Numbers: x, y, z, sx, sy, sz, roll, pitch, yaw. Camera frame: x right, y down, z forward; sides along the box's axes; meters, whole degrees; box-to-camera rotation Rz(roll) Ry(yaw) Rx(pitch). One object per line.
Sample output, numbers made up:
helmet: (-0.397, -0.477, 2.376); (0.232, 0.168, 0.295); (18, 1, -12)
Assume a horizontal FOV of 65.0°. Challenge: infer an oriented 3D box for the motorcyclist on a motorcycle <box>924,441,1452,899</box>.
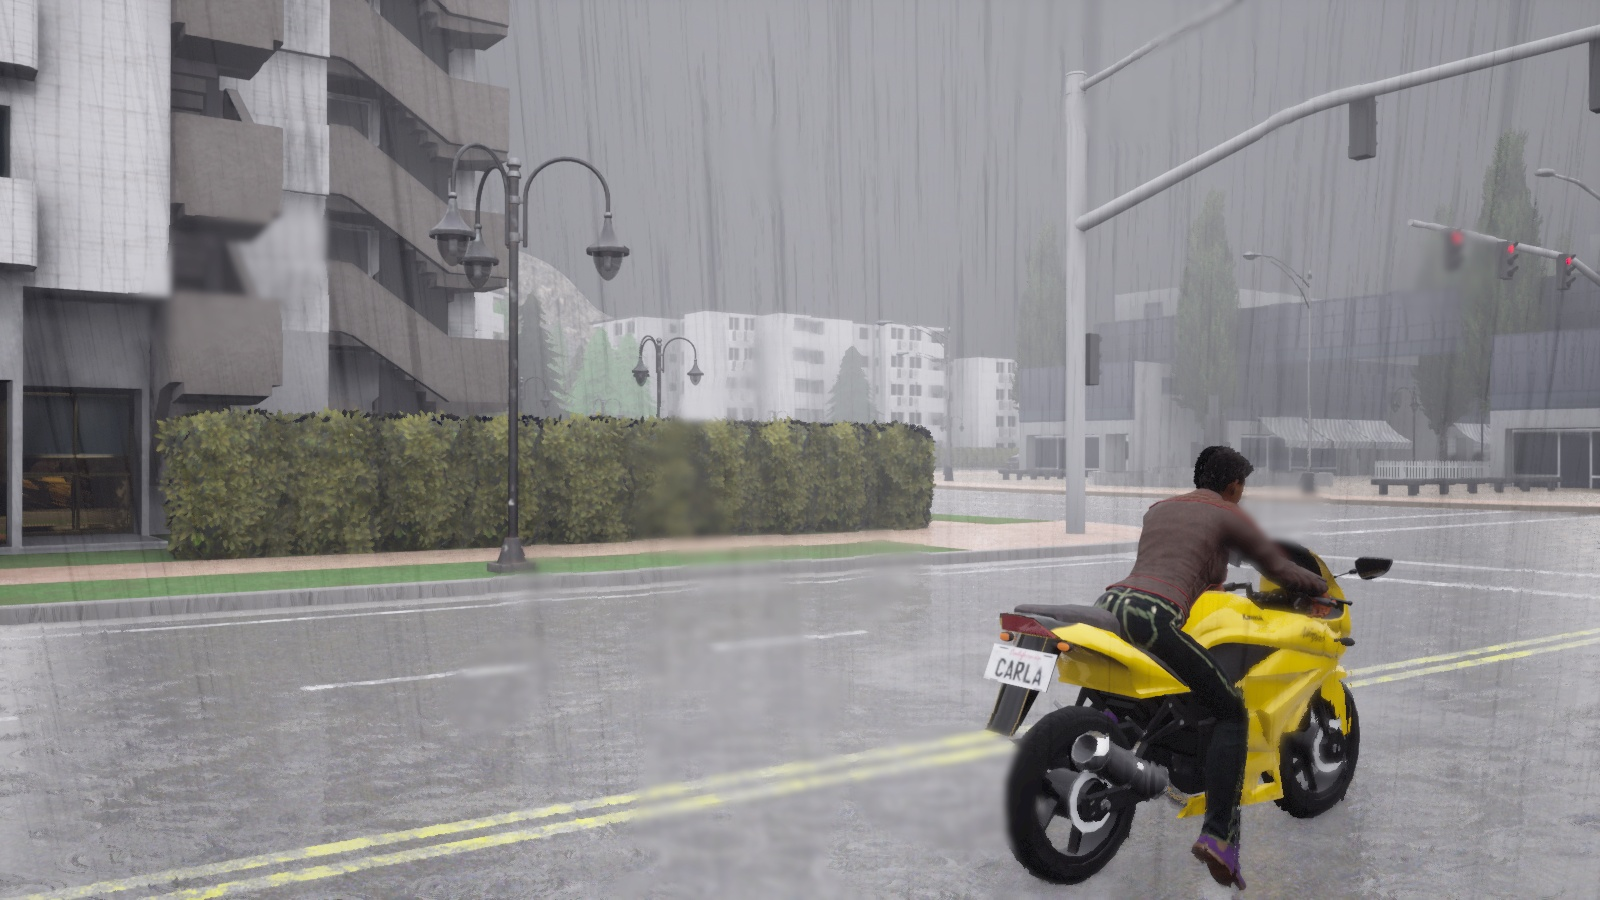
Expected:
motorcyclist on a motorcycle: (1.507, 0.735, 4.703); (2.044, 1.523, 0.797); (0, 0, -35)
